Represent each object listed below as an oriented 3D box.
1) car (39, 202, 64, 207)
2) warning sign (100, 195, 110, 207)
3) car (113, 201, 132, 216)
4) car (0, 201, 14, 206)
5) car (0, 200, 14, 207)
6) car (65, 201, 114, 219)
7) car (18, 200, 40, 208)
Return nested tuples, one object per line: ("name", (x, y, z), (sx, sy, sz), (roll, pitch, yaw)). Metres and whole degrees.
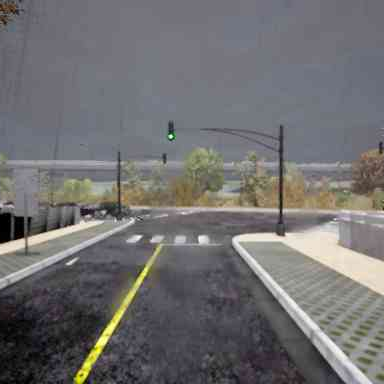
("car", (-18.757, 2.036, 42.036), (4.553, 1.767, 2.097), (-1, 1, 36))
("warning sign", (-14.255, 1.515, 54.481), (1.060, 1.860, 1.300), (1, 0, 36))
("car", (-9.163, 1.832, 39.079), (4.553, 1.767, 2.097), (-1, 1, 36))
("car", (-27.753, 2.426, 48.604), (4.718, 1.301, 1.895), (-1, 1, 37))
("car", (-38.996, 2.336, 68.904), (4.718, 1.301, 1.895), (-1, 1, 36))
("car", (-11.302, 2.060, 36.620), (4.902, 1.511, 2.128), (-1, 1, 36))
("car", (-30.870, 2.230, 63.002), (4.674, 1.442, 1.812), (-1, 1, 36))
